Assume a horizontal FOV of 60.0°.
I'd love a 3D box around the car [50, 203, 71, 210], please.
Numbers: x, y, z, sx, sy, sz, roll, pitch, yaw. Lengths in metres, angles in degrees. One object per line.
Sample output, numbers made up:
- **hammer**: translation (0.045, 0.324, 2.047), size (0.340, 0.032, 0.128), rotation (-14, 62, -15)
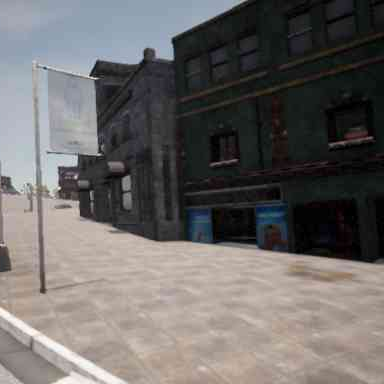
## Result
- **car**: translation (-25.161, 2.798, 63.654), size (2.128, 1.511, 4.902), rotation (-4, -2, 12)
